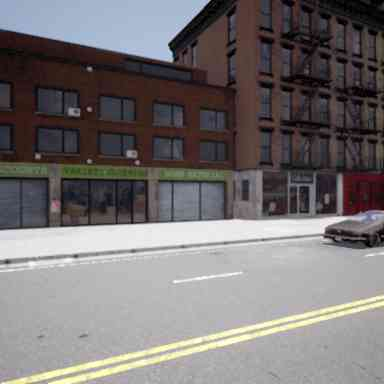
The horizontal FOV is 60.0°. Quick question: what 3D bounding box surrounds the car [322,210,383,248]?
[{"bbox_3d":[8.296,1.520,14.711,5.357,1.411,2.033,0,0,-27],"label":"car"}]
